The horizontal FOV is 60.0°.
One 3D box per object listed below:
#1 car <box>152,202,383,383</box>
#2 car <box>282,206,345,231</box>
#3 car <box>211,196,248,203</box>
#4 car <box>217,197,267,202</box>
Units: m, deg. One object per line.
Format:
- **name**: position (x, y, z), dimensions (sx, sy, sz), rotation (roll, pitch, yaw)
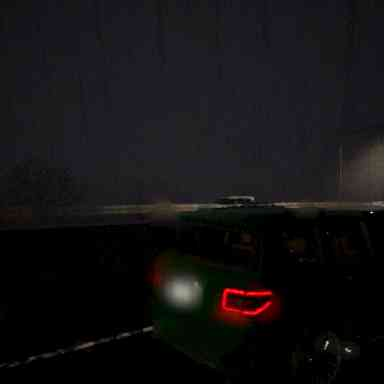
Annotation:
- **car**: position (2.076, 1.259, 5.332), dimensions (5.566, 2.045, 2.150), rotation (1, 0, -35)
- **car**: position (8.316, 1.727, 22.622), dimensions (4.181, 1.385, 1.994), rotation (1, 0, -35)
- **car**: position (2.977, 1.370, 27.443), dimensions (5.566, 2.045, 2.150), rotation (1, 0, -35)
- **car**: position (4.424, 1.495, 24.181), dimensions (4.553, 1.767, 2.097), rotation (1, 0, -35)
